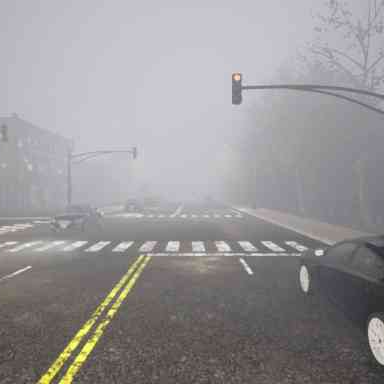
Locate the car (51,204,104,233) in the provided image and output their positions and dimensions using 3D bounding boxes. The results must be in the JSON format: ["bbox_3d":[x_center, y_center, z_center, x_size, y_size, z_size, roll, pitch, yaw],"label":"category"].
[{"bbox_3d":[-6.589,1.487,19.566,2.128,1.511,4.902,0,0,0],"label":"car"}]

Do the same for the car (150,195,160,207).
[{"bbox_3d":[-6.566,1.460,51.543,1.882,1.535,5.008,0,0,0],"label":"car"}]

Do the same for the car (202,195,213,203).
[{"bbox_3d":[3.389,1.480,68.974,1.837,1.490,4.892,0,0,0],"label":"car"}]

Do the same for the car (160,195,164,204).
[{"bbox_3d":[-6.517,1.329,63.754,2.097,1.767,4.553,0,0,1],"label":"car"}]

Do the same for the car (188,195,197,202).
[{"bbox_3d":[0.043,1.509,79.285,2.033,1.411,5.357,0,0,0],"label":"car"}]

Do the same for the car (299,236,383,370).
[{"bbox_3d":[3.345,1.477,5.649,1.882,1.535,5.008,0,0,1],"label":"car"}]

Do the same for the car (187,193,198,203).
[{"bbox_3d":[0.136,1.196,68.642,2.150,2.045,5.566,0,0,0],"label":"car"}]

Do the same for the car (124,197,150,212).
[{"bbox_3d":[-6.578,1.480,38.554,2.128,1.511,4.902,0,0,0],"label":"car"}]

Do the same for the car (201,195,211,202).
[{"bbox_3d":[3.293,1.494,79.164,2.128,1.511,4.902,0,0,0],"label":"car"}]
